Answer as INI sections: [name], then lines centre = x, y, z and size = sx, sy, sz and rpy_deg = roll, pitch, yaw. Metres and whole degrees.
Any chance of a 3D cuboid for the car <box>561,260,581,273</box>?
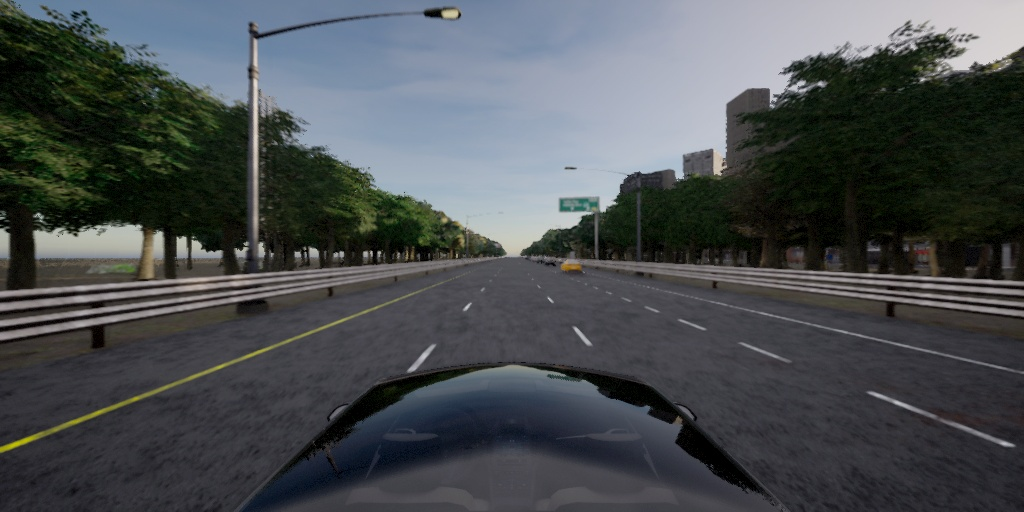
[car]
centre = 7.062, 1.224, 43.307
size = 1.882, 1.535, 5.008
rpy_deg = 0, 0, 0
